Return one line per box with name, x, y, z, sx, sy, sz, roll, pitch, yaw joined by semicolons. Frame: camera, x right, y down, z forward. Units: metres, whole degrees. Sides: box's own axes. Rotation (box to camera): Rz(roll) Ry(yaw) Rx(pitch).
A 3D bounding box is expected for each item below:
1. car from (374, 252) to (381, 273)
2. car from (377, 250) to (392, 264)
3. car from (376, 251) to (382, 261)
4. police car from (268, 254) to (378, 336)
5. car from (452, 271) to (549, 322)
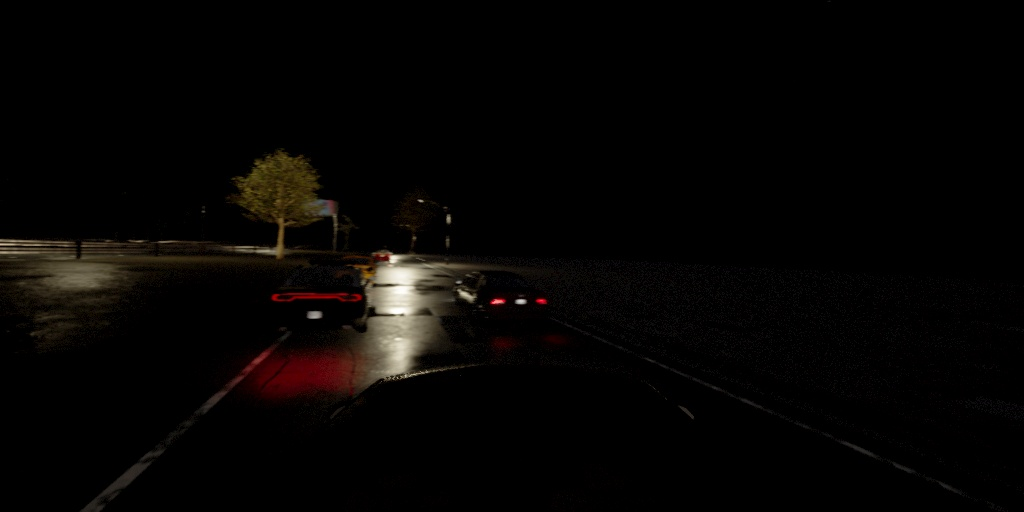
car;-8.066;0.709;18.830;1.882;1.535;5.008;2;1;-20
car;-16.119;-0.021;44.668;2.097;1.767;4.553;2;1;-19
car;-10.082;0.593;24.481;1.837;1.490;4.892;2;1;-20
police car;-4.745;0.894;9.516;1.930;1.638;5.238;2;1;-20
car;-0.612;1.184;11.748;2.033;1.411;5.357;2;1;-20
